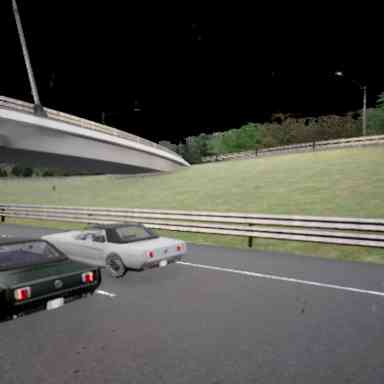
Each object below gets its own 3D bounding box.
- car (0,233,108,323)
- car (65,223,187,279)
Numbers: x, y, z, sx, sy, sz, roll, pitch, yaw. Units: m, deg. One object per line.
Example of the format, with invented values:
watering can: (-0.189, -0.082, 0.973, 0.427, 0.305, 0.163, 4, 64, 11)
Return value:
car: (-4.117, 1.603, 6.923, 4.718, 1.301, 1.895, 0, 0, 35)
car: (-2.567, 1.603, 10.116, 4.718, 1.301, 1.895, 0, 0, 35)
